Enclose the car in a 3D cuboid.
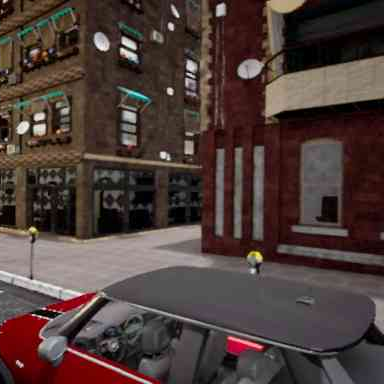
[{"bbox_3d":[-0.249,1.445,3.033,4.097,1.590,1.967,0,1,36],"label":"car"}]
